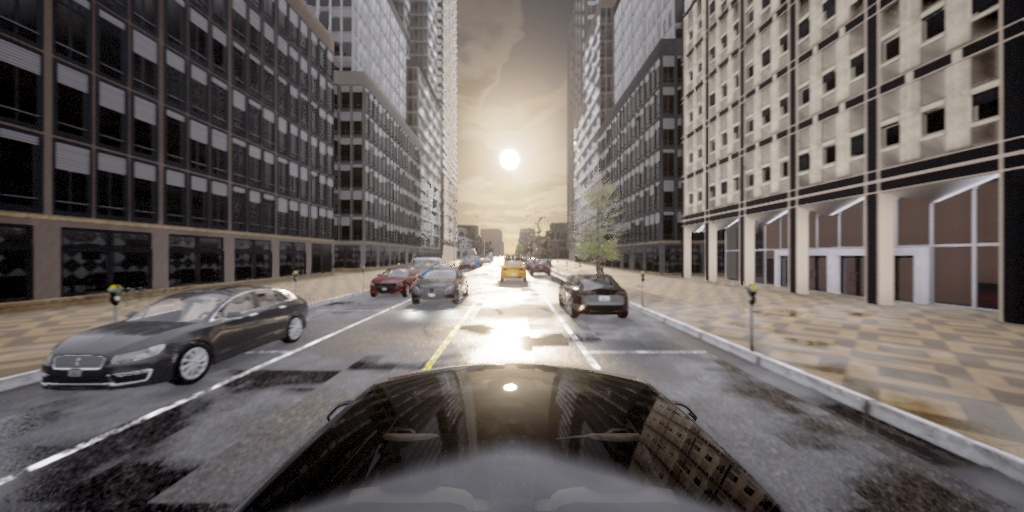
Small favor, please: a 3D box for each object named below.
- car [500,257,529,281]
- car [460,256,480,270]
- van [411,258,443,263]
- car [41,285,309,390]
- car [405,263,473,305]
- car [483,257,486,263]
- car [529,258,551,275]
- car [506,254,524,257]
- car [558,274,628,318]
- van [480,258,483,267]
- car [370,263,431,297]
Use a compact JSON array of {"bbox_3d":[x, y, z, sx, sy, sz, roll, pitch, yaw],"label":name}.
[{"bbox_3d":[0.104,1.106,28.005,1.882,1.535,5.008,0,0,0],"label":"car"},{"bbox_3d":[-5.684,0.976,46.695,1.967,1.591,4.097,0,0,0],"label":"car"},{"bbox_3d":[-5.687,0.989,23.927,1.690,1.789,3.998,0,0,0],"label":"van"},{"bbox_3d":[-5.690,1.278,6.850,2.007,1.370,4.403,0,0,0],"label":"car"},{"bbox_3d":[-3.013,1.212,15.832,1.812,1.442,4.674,0,0,0],"label":"car"},{"bbox_3d":[-5.683,1.045,58.080,1.948,1.339,4.313,0,0,0],"label":"car"},{"bbox_3d":[2.695,1.032,35.296,1.967,1.591,4.097,0,0,0],"label":"car"},{"bbox_3d":[0.106,0.764,45.483,2.150,2.045,5.566,0,0,0],"label":"car"},{"bbox_3d":[2.692,1.266,12.529,1.948,1.339,4.313,0,0,0],"label":"car"},{"bbox_3d":[-5.683,0.849,52.388,1.690,1.789,3.998,0,0,0],"label":"van"},{"bbox_3d":[-5.688,1.220,18.235,1.888,1.381,4.507,0,0,0],"label":"car"}]
